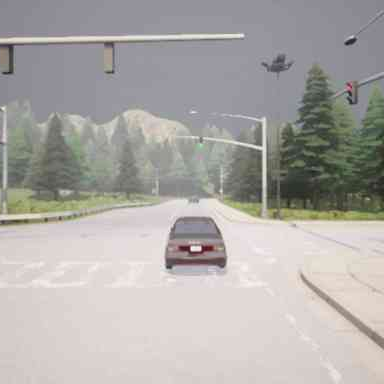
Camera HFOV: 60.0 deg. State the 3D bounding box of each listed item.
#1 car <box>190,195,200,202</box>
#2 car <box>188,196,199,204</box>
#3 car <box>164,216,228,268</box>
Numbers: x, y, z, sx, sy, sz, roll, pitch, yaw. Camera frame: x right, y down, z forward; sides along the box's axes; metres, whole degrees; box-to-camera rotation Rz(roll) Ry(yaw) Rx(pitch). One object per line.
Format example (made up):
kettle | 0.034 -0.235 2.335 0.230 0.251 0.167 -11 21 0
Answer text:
car | 0.663 1.403 71.702 1.895 1.301 4.718 0 0 2
car | 0.267 1.385 61.239 2.033 1.411 5.357 0 0 2
car | 0.101 1.525 11.190 2.033 1.411 5.357 0 0 0
